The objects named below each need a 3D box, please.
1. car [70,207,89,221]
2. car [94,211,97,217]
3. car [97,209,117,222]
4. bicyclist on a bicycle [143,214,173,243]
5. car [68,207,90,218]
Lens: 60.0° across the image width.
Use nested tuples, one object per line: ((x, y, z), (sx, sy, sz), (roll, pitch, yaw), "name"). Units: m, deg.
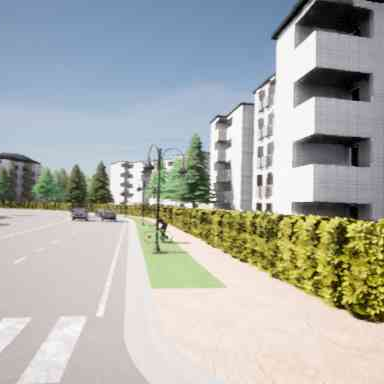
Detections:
((-14.100, 2.893, 42.024), (2.033, 1.411, 5.357), (2, -3, -15), "car")
((-14.068, 3.382, 52.252), (1.895, 1.301, 4.718), (3, -3, -26), "car")
((-10.607, 2.967, 42.425), (2.128, 1.511, 4.902), (2, -3, -14), "car")
((-1.857, 2.041, 18.434), (1.656, 1.620, 0.582), (2, -2, -10), "bicyclist on a bicycle")
((-17.558, 3.123, 51.407), (2.128, 1.511, 4.902), (3, -3, -31), "car")
